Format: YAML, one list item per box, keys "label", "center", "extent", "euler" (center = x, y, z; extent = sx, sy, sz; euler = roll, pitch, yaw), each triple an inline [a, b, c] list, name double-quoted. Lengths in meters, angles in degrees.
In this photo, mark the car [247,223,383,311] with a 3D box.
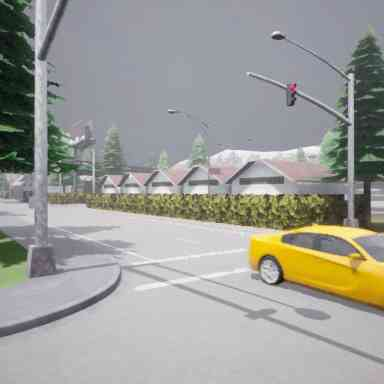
- label: "car"
  center: [3.450, 1.538, 7.396]
  extent: [1.882, 1.535, 5.008]
  euler: [0, 1, -36]
